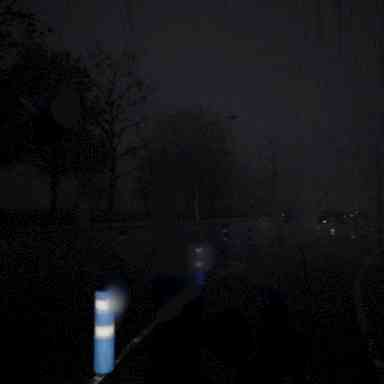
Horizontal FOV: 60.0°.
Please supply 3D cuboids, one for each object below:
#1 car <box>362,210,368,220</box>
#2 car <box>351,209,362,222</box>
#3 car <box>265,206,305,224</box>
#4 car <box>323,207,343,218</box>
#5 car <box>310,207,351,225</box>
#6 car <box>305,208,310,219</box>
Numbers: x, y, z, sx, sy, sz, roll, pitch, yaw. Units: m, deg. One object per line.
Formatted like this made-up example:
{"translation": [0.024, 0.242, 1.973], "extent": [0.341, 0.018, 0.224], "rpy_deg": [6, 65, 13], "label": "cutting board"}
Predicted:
{"translation": [23.543, 3.141, 46.771], "extent": [1.895, 1.301, 4.718], "rpy_deg": [1, -2, 34], "label": "car"}
{"translation": [17.979, 2.635, 38.388], "extent": [1.812, 1.442, 4.674], "rpy_deg": [1, -2, 34], "label": "car"}
{"translation": [8.327, 2.024, 30.329], "extent": [1.882, 1.535, 5.008], "rpy_deg": [1, -2, 35], "label": "car"}
{"translation": [20.850, 2.985, 49.040], "extent": [1.882, 1.535, 5.008], "rpy_deg": [1, -2, 34], "label": "car"}
{"translation": [12.913, 2.267, 30.822], "extent": [2.033, 1.411, 5.357], "rpy_deg": [1, -2, 34], "label": "car"}
{"translation": [15.094, 2.539, 40.374], "extent": [1.882, 1.535, 5.008], "rpy_deg": [1, -2, 34], "label": "car"}
